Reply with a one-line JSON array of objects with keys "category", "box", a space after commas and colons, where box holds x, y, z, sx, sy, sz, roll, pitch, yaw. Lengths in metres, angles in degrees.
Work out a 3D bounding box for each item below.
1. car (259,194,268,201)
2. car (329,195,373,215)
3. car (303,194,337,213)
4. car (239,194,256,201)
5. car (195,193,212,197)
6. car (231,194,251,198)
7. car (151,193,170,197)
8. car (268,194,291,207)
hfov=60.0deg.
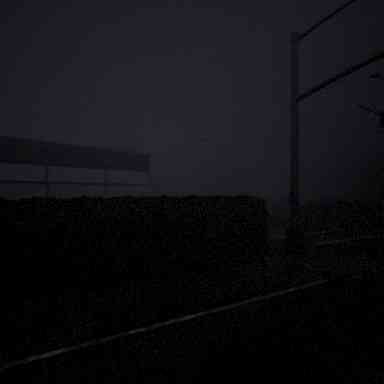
[{"category": "car", "box": [17.356, 1.223, 75.605, 5.027, 1.636, 2.152, 0, 0, -35]}, {"category": "car", "box": [15.940, 1.373, 32.739, 4.514, 1.523, 2.007, 0, 0, -35]}, {"category": "car", "box": [14.097, 1.366, 35.278, 5.027, 1.636, 2.152, 0, 0, -35]}, {"category": "car", "box": [13.408, 1.305, 80.675, 3.806, 1.475, 1.970, 0, 0, -35]}, {"category": "car", "box": [1.318, 1.154, 68.200, 4.605, 1.855, 1.932, 0, 0, -35]}, {"category": "car", "box": [7.884, 1.349, 57.590, 4.514, 1.523, 2.007, 0, 0, -35]}, {"category": "car", "box": [-7.012, 1.129, 66.377, 3.866, 1.878, 1.905, 0, 0, -35]}, {"category": "car", "box": [13.583, 1.366, 49.383, 3.633, 1.501, 1.845, 0, 0, -35]}]
